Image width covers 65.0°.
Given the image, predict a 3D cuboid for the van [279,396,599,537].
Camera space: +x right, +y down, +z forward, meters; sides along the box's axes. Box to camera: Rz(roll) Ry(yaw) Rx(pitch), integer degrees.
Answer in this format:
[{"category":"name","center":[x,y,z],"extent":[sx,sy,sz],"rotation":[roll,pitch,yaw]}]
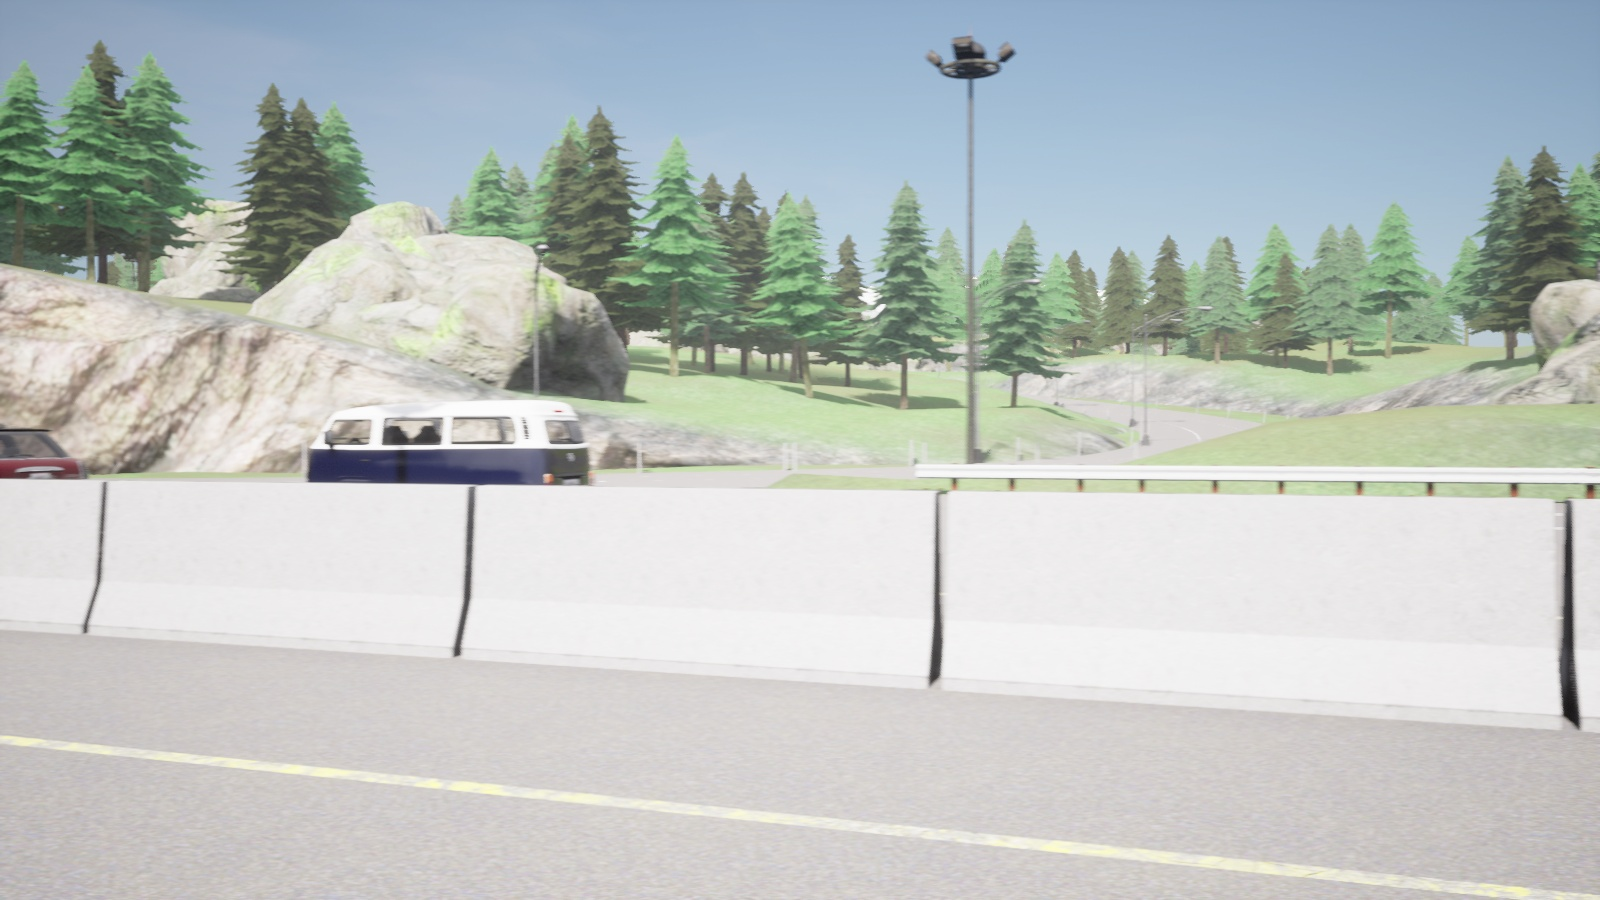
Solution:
[{"category":"van","center":[-5.675,0.207,19.868],"extent":[4.480,2.038,2.069],"rotation":[1,1,19]}]

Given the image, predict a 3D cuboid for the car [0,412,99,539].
[{"category":"car","center":[-13.065,0.331,18.664],"extent":[4.553,1.767,2.097],"rotation":[0,1,19]}]
